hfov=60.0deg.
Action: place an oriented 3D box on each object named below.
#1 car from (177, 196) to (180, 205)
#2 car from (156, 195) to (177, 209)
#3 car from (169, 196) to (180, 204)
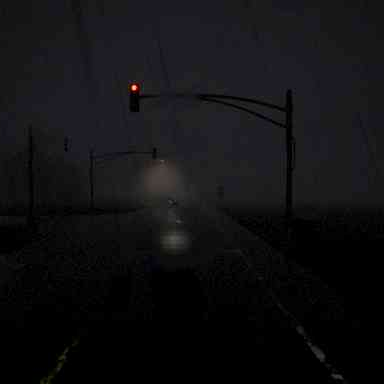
[{"bbox_3d":[-3.412,1.306,53.734,2.097,1.767,4.553,0,0,0],"label":"car"},{"bbox_3d":[-3.449,1.320,43.560,2.097,1.767,4.553,0,0,0],"label":"car"},{"bbox_3d":[-3.333,1.461,64.913,1.812,1.442,4.674,0,0,1],"label":"car"}]
